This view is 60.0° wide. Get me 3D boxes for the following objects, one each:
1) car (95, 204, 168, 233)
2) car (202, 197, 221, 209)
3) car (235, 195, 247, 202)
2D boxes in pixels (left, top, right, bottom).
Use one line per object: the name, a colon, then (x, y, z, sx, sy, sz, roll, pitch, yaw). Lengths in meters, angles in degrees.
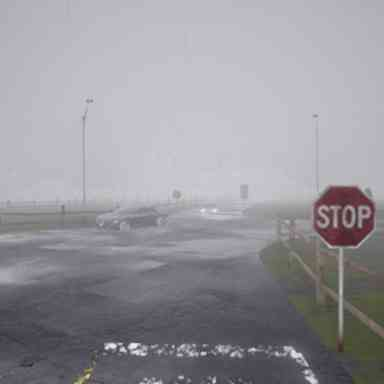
car: (-3.520, 1.537, 20.208, 1.837, 1.490, 4.892, 5, 4, 37)
car: (2.534, 1.436, 43.895, 1.812, 1.442, 4.674, 0, 0, 13)
car: (10.389, 1.314, 69.723, 1.812, 1.442, 4.674, 0, 0, 20)
